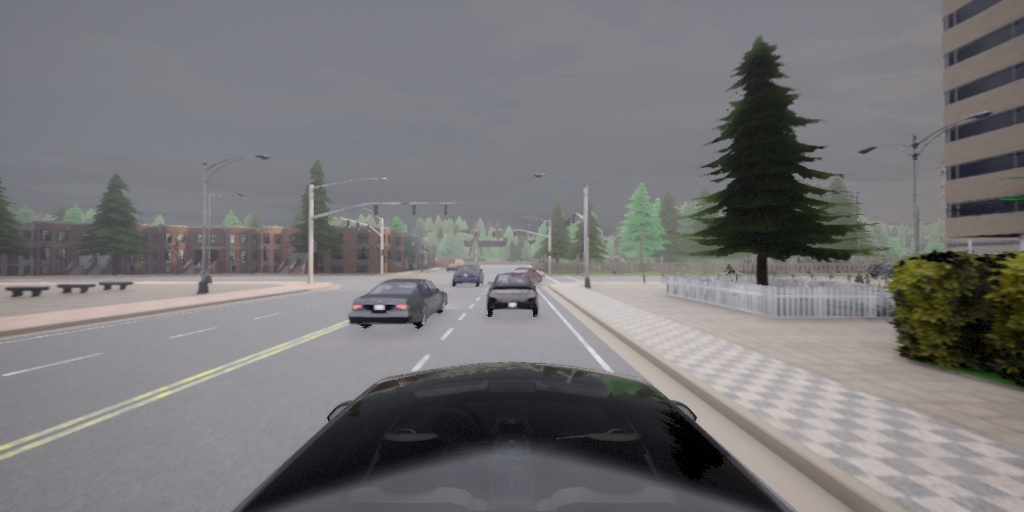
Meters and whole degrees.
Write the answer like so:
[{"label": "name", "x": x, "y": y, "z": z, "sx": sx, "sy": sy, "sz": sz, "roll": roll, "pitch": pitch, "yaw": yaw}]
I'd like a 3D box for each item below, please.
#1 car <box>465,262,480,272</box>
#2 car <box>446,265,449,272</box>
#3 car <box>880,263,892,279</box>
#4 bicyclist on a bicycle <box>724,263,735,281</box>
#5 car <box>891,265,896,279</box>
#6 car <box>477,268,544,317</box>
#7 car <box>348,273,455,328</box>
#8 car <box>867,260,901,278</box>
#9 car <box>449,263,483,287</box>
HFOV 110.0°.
[{"label": "car", "x": -7.047, "y": 1.968, "z": 64.562, "sx": 2.097, "sy": 1.767, "sz": 4.553, "roll": 0, "pitch": -1, "yaw": 0}, {"label": "car", "x": -10.544, "y": 2.092, "z": 64.428, "sx": 1.882, "sy": 1.535, "sz": 5.008, "roll": 0, "pitch": -1, "yaw": 0}, {"label": "car", "x": 41.901, "y": 1.769, "z": 37.367, "sx": 4.674, "sy": 1.442, "sz": 1.812, "roll": 0, "pitch": -1, "yaw": 1}, {"label": "bicyclist on a bicycle", "x": 18.239, "y": 1.443, "z": 30.037, "sx": 0.582, "sy": 1.620, "sz": 1.656, "roll": 0, "pitch": -1, "yaw": 0}, {"label": "car", "x": 39.858, "y": 1.743, "z": 33.889, "sx": 5.357, "sy": 1.411, "sz": 2.033, "roll": 0, "pitch": -1, "yaw": 0}, {"label": "car", "x": 0.038, "y": 1.413, "z": 14.133, "sx": 2.128, "sy": 1.511, "sz": 4.902, "roll": 0, "pitch": -1, "yaw": 1}, {"label": "car", "x": -3.484, "y": 1.439, "z": 11.961, "sx": 2.033, "sy": 1.411, "sz": 5.357, "roll": 0, "pitch": -1, "yaw": 0}, {"label": "car", "x": 44.036, "y": 1.515, "z": 40.941, "sx": 5.566, "sy": 2.045, "sz": 2.150, "roll": 0, "pitch": -1, "yaw": 1}, {"label": "car", "x": -3.465, "y": 1.478, "z": 29.044, "sx": 2.097, "sy": 1.767, "sz": 4.553, "roll": 0, "pitch": -1, "yaw": 0}]
